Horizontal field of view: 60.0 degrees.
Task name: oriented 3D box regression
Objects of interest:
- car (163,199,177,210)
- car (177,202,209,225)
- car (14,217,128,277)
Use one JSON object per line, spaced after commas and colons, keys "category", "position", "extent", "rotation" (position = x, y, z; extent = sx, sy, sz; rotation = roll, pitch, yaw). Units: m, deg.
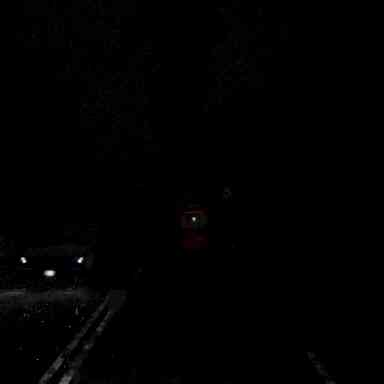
{"category": "car", "position": [-3.192, 1.803, 49.794], "extent": [1.882, 1.535, 5.008], "rotation": [0, -1, 1]}
{"category": "car", "position": [0.137, 1.533, 24.238], "extent": [1.837, 1.490, 4.892], "rotation": [0, 0, 0]}
{"category": "car", "position": [-3.338, 1.528, 10.467], "extent": [2.033, 1.411, 5.357], "rotation": [0, 0, 0]}
